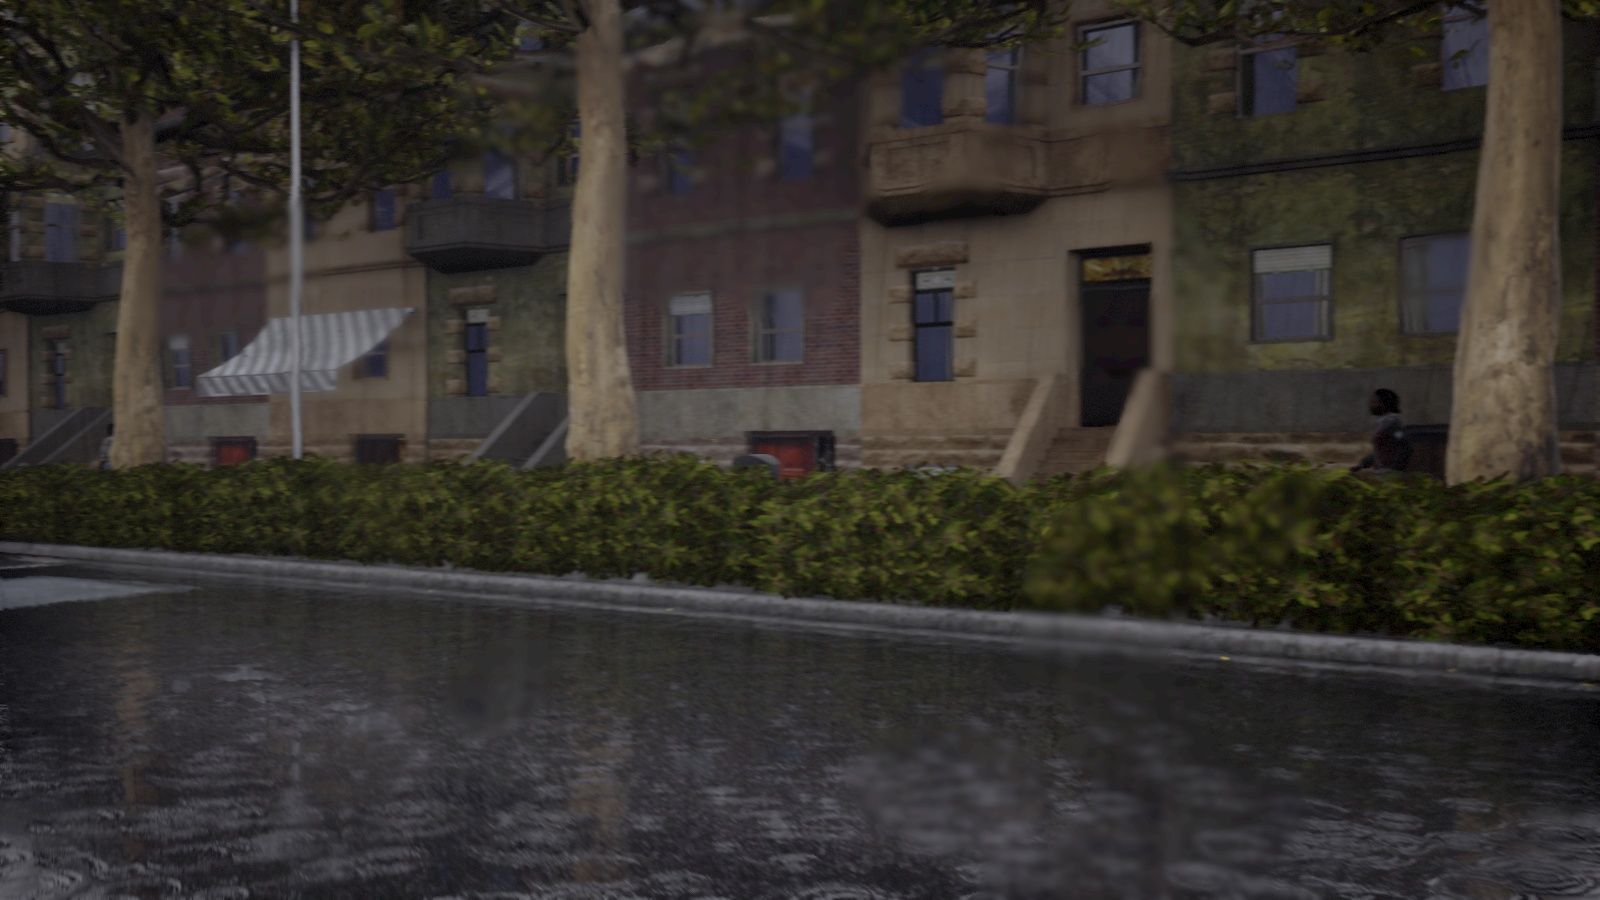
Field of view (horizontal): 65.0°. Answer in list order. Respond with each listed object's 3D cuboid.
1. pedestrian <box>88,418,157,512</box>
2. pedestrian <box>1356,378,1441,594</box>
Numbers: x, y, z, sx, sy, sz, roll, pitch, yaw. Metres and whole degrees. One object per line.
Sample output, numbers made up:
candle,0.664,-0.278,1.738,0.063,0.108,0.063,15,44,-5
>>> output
pedestrian,-13.630,0.292,25.263,0.900,1.855,0.874,0,0,32
pedestrian,5.500,0.323,11.548,0.666,1.930,0.402,0,0,32
